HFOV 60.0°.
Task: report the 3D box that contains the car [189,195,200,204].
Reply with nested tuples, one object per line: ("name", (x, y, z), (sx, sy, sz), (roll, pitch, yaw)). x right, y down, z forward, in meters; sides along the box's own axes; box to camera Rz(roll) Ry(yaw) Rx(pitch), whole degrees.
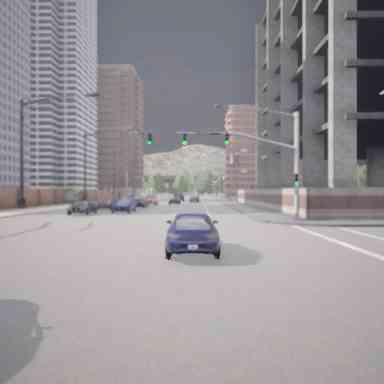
("car", (0.496, 1.369, 62.695), (2.128, 1.511, 4.902), (0, 0, 1))

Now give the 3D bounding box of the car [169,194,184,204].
("car", (-2.973, 1.486, 59.069), (1.895, 1.301, 4.718), (0, 0, 1))

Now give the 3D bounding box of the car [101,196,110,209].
("car", (-10.496, 1.275, 41.211), (2.097, 1.767, 4.553), (0, 0, 1))

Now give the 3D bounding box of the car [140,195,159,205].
("car", (-6.682, 1.248, 54.300), (2.097, 1.767, 4.553), (0, 0, 1))

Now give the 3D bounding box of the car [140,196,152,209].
("car", (-6.924, 1.516, 44.493), (1.895, 1.301, 4.718), (0, 0, 1))

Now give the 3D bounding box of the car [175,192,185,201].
("car", (-2.808, 1.084, 73.204), (2.150, 2.045, 5.566), (0, 0, 1))

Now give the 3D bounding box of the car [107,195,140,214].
("car", (-7.106, 1.412, 35.150), (1.882, 1.535, 5.008), (0, 0, 1))

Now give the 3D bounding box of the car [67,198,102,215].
("car", (-10.646, 1.504, 32.651), (1.994, 1.385, 4.181), (0, 0, 1))

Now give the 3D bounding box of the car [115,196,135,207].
("car", (-10.266, 1.381, 51.340), (1.882, 1.535, 5.008), (0, 0, 2))

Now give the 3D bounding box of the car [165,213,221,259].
("car", (0.020, 1.501, 12.399), (1.812, 1.442, 4.674), (0, 0, 0))

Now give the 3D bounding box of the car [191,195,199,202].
("car", (0.691, 1.382, 73.090), (1.812, 1.442, 4.674), (0, 0, 1))
